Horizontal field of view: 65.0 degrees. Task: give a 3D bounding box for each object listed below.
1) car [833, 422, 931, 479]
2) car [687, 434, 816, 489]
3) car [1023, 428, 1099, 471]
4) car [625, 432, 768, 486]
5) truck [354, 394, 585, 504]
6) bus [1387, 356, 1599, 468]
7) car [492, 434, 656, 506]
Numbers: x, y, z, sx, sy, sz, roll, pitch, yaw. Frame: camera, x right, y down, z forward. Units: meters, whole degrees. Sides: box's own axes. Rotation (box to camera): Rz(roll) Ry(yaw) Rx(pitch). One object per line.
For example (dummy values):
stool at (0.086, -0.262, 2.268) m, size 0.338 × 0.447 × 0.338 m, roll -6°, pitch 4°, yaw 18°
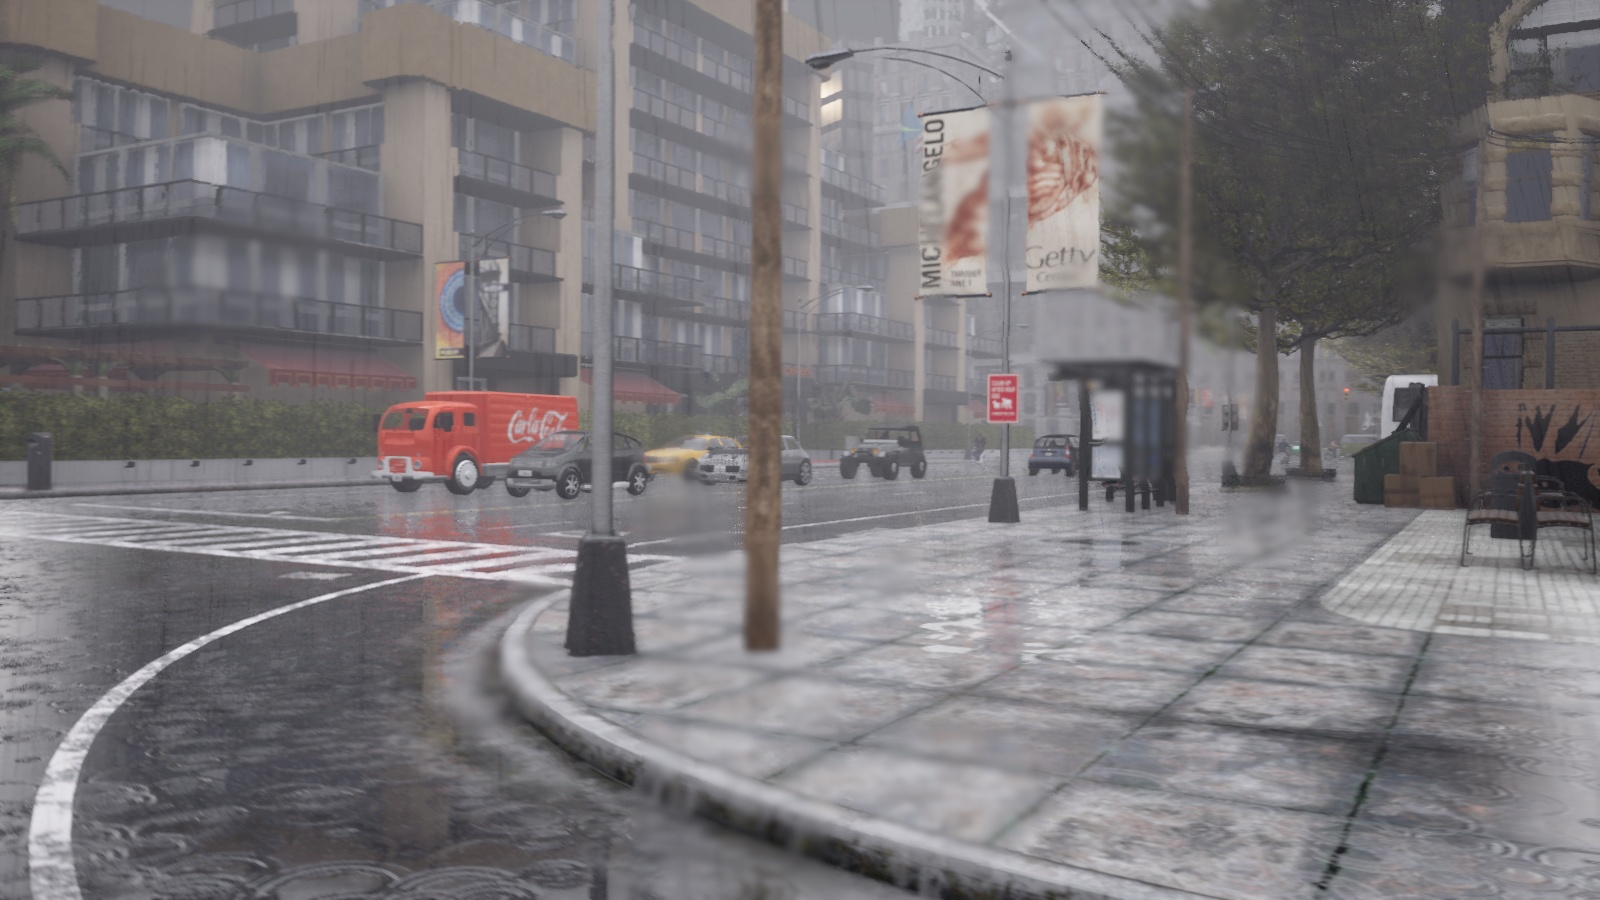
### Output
car at (2.891, -0.008, 43.435) m, size 1.905 × 1.878 × 3.866 m, roll 0°, pitch 1°, yaw 29°
car at (-1.330, 0.284, 35.869) m, size 1.970 × 1.475 × 3.806 m, roll 0°, pitch 1°, yaw 29°
car at (10.359, -0.038, 49.634) m, size 1.851 × 1.617 × 3.988 m, roll 0°, pitch 1°, yaw 29°
car at (-3.159, 0.226, 39.769) m, size 1.801 × 1.575 × 5.366 m, roll 0°, pitch 1°, yaw 29°
truck at (-8.028, -0.059, 31.061) m, size 2.627 × 2.467 × 5.204 m, roll 0°, pitch 1°, yaw 29°
bus at (29.410, -1.471, 50.550) m, size 10.273 × 4.253 × 3.944 m, roll 0°, pitch 1°, yaw 28°
car at (-5.146, 0.408, 29.059) m, size 1.789 × 1.549 × 3.705 m, roll 0°, pitch 1°, yaw 29°
